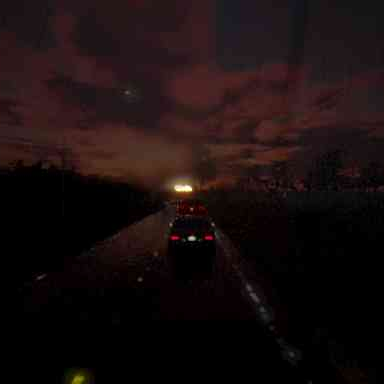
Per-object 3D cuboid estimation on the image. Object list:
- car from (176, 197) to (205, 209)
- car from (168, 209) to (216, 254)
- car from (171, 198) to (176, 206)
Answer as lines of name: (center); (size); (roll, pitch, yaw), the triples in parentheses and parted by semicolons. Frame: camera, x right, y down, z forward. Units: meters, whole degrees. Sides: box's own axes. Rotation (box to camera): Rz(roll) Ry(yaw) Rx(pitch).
car: (-0.011, 1.471, 29.013); (2.150, 2.045, 5.566); (0, 0, 0)
car: (-0.005, 1.673, 13.958); (2.033, 1.411, 5.357); (0, 0, 0)
car: (-3.597, 2.057, 70.798); (1.882, 1.535, 5.008); (0, 0, -4)
